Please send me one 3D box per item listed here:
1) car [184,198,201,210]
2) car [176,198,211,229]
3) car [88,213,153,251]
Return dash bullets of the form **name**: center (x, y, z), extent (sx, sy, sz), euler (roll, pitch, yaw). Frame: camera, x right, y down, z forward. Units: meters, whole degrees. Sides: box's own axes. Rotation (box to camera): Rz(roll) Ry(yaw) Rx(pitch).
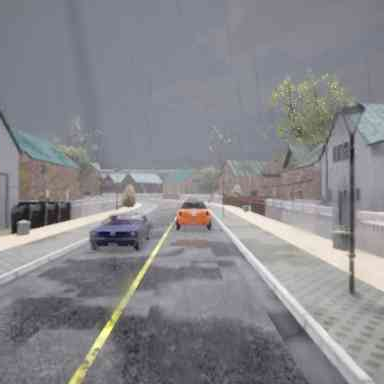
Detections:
- **car**: center (-0.006, 1.466, 41.989), extent (2.033, 1.411, 5.357), euler (0, 0, -2)
- **car**: center (0.106, 1.315, 21.470), extent (2.097, 1.767, 4.553), euler (0, 0, 0)
- **car**: center (-2.847, 1.578, 14.150), extent (1.895, 1.301, 4.718), euler (0, 0, 0)
